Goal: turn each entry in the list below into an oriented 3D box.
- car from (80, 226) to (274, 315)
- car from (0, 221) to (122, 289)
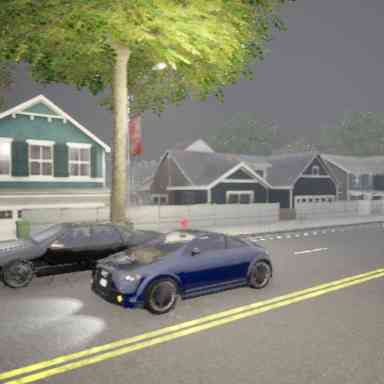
[{"bbox_3d":[-0.092,1.572,7.617,4.181,1.385,1.994,0,0,-36],"label":"car"},{"bbox_3d":[-3.194,1.556,9.393,5.357,1.411,2.033,0,0,-36],"label":"car"}]
